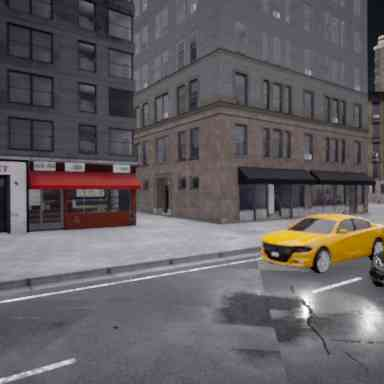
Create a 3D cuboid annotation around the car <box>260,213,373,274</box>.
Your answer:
[{"bbox_3d":[4.367,1.469,10.750,5.008,1.535,1.882,0,0,-35],"label":"car"}]

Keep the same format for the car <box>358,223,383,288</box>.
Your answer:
[{"bbox_3d":[6.210,1.517,8.072,4.674,1.442,1.812,0,0,-35],"label":"car"}]
